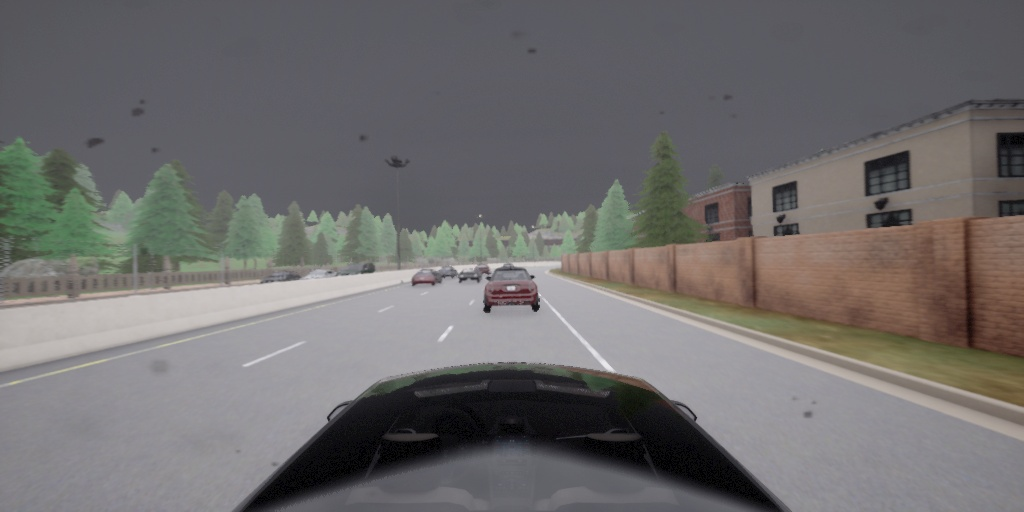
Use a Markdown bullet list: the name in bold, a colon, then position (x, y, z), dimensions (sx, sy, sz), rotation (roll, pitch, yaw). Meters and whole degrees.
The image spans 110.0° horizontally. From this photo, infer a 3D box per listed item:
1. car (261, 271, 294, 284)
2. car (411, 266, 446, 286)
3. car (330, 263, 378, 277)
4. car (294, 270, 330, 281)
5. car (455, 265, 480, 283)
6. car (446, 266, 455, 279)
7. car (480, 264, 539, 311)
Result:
- **car**: position (-21.407, 2.158, 33.586), dimensions (1.994, 1.385, 4.181), rotation (-1, -1, -1)
- **car**: position (-7.273, 1.794, 30.971), dimensions (1.994, 1.385, 4.181), rotation (-1, -1, -1)
- **car**: position (-14.416, 1.691, 33.660), dimensions (2.150, 2.045, 5.566), rotation (-1, -1, -1)
- **car**: position (-17.910, 2.013, 33.637), dimensions (1.812, 1.442, 4.674), rotation (-1, -1, -1)
- **car**: position (-3.805, 1.786, 33.476), dimensions (1.895, 1.301, 4.718), rotation (-1, -1, -1)
- **car**: position (-7.419, 1.899, 41.570), dimensions (2.033, 1.411, 5.357), rotation (-1, -1, -1)
- **car**: position (-0.058, 1.257, 15.497), dimensions (2.097, 1.767, 4.553), rotation (-1, -1, -1)
